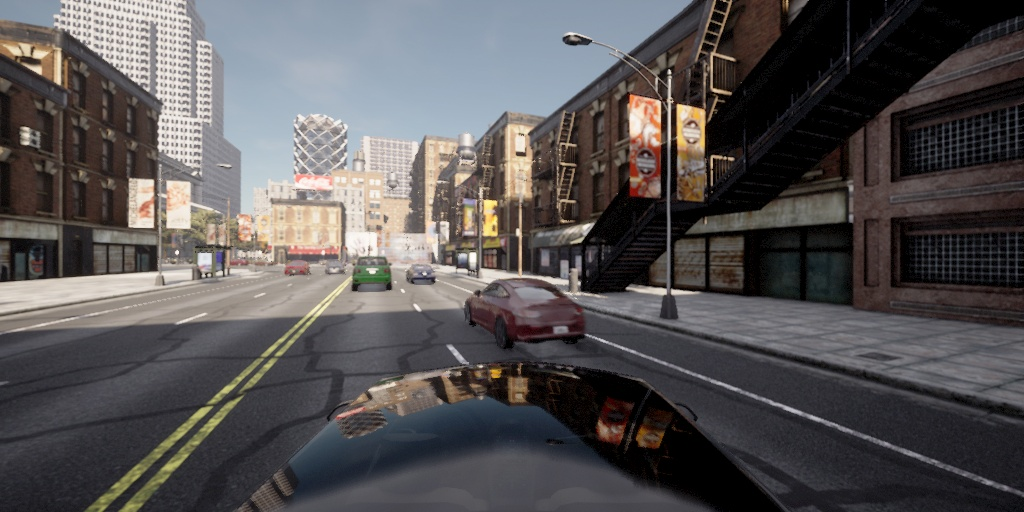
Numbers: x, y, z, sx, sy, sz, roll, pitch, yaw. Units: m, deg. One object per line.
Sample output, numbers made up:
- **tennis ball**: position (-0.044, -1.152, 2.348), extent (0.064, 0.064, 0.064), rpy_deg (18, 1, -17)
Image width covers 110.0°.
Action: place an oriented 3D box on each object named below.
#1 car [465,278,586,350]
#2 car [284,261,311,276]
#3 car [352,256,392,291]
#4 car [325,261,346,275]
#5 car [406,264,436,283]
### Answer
- **car**: position (0.127, 1.293, 9.206), extent (1.812, 1.442, 4.674), rpy_deg (0, 0, -21)
- **car**: position (-22.341, 1.271, 37.479), extent (1.882, 1.535, 5.008), rpy_deg (0, -1, -23)
- **car**: position (-8.817, 1.005, 22.649), extent (2.150, 2.045, 5.566), rpy_deg (0, 0, -21)
- **car**: position (-19.377, 1.329, 39.417), extent (1.812, 1.442, 4.674), rpy_deg (0, 0, -23)
- **car**: position (-7.236, 1.346, 28.268), extent (2.033, 1.411, 5.357), rpy_deg (0, 0, -21)
